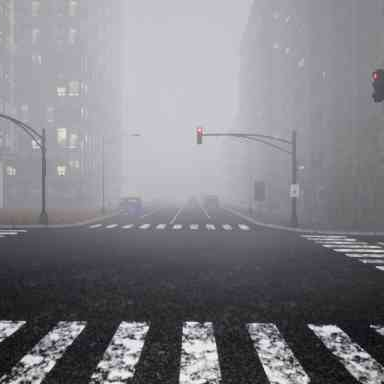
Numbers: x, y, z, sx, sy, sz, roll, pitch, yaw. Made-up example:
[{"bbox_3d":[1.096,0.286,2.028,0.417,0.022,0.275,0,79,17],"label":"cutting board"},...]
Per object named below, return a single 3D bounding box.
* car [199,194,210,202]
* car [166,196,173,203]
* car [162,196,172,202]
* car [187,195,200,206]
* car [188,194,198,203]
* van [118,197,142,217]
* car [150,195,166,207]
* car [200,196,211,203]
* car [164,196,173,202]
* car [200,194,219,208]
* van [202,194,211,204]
[{"bbox_3d":[2.753,1.349,74.976,2.192,1.841,5.009,0,0,0],"label":"car"},{"bbox_3d":[-5.632,1.469,69.431,1.967,1.590,4.097,0,0,0],"label":"car"},{"bbox_3d":[-5.628,1.559,74.812,1.752,1.417,4.829,0,0,0],"label":"car"},{"bbox_3d":[0.148,1.545,56.055,1.812,1.442,4.674,0,0,0],"label":"car"},{"bbox_3d":[0.160,1.381,70.101,2.097,1.767,4.553,0,0,0],"label":"car"},{"bbox_3d":[-5.664,1.347,30.575,1.690,1.788,3.998,0,0,0],"label":"van"},{"bbox_3d":[-5.646,1.543,52.608,1.752,1.417,4.829,0,0,0],"label":"car"},{"bbox_3d":[2.749,1.580,69.425,2.008,1.369,4.403,0,0,0],"label":"car"},{"bbox_3d":[-5.623,1.590,80.533,2.008,1.369,4.403,0,0,0],"label":"car"},{"bbox_3d":[2.730,1.329,47.222,2.192,1.841,5.009,0,0,0],"label":"car"},{"bbox_3d":[2.743,1.366,63.875,1.690,1.788,3.998,0,0,0],"label":"van"}]
